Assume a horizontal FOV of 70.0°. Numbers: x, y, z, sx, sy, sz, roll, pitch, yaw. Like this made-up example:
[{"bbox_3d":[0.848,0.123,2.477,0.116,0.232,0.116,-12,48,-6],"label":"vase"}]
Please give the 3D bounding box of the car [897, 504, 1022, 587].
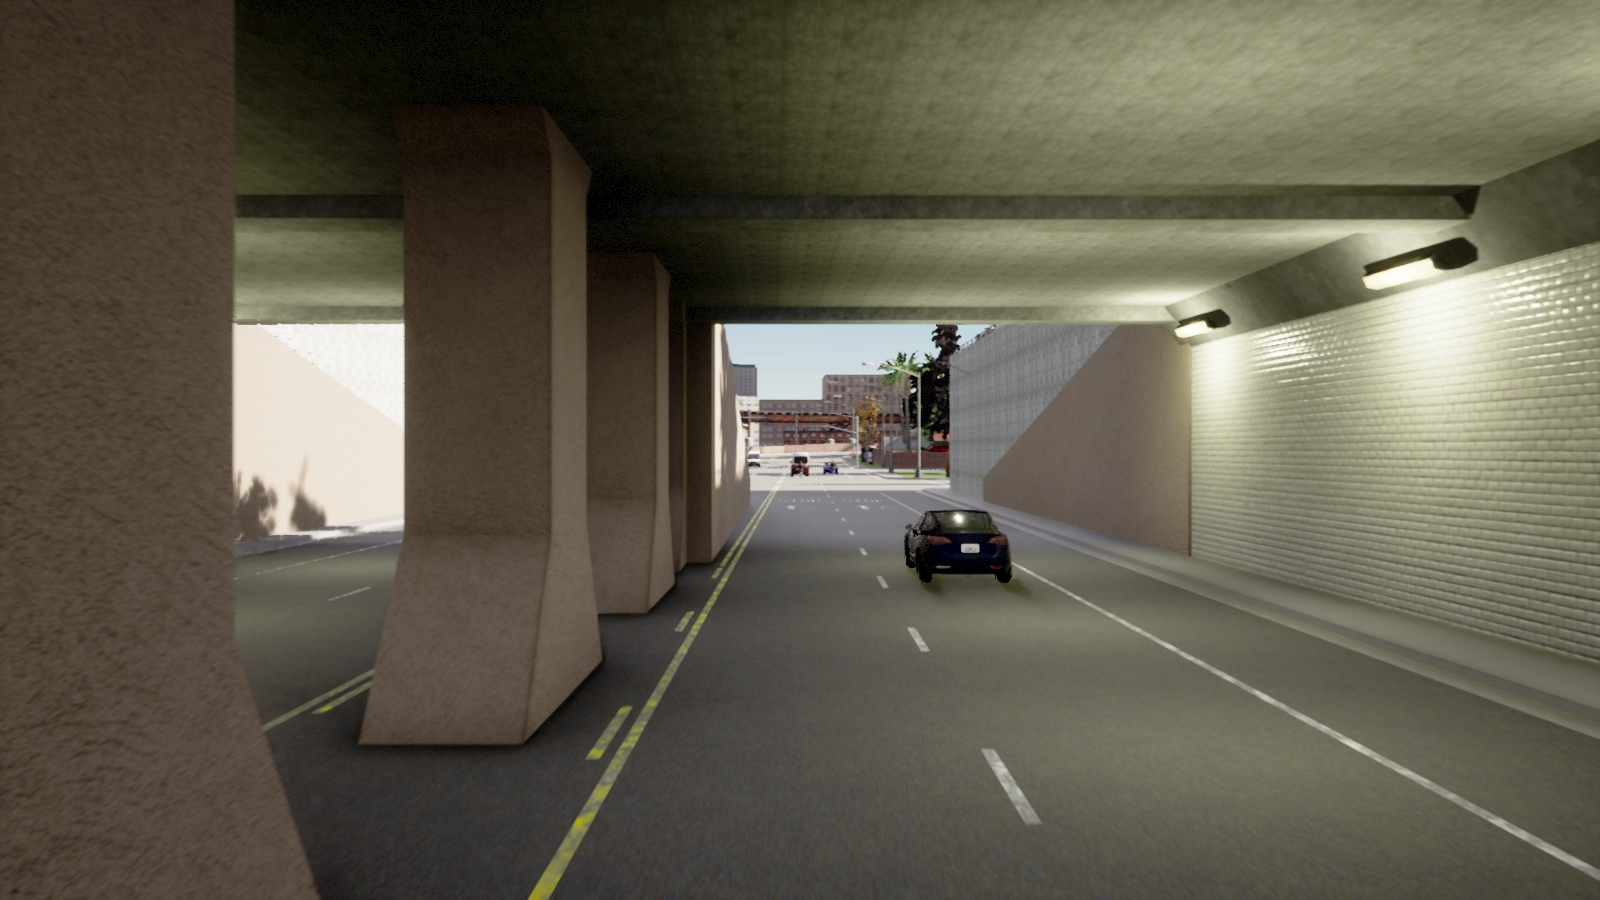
[{"bbox_3d":[3.464,2.063,25.750,2.163,1.488,4.792,0,0,0],"label":"car"}]
